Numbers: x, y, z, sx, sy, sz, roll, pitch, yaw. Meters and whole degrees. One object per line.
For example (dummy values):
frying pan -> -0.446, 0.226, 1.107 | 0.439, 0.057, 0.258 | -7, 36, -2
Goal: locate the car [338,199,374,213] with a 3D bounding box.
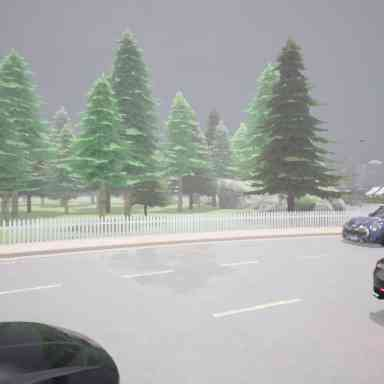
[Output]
car -> 19.448, 1.619, 39.598 | 1.994, 1.385, 4.181 | 0, 0, -4

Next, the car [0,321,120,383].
car -> -2.779, 1.478, 1.581 | 5.008, 1.535, 1.882 | 0, 0, -37

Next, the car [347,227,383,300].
car -> 5.561, 1.492, 6.093 | 4.902, 1.511, 2.128 | 0, 0, -24

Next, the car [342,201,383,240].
car -> 8.928, 1.352, 14.499 | 4.553, 1.767, 2.097 | 0, 0, -15
